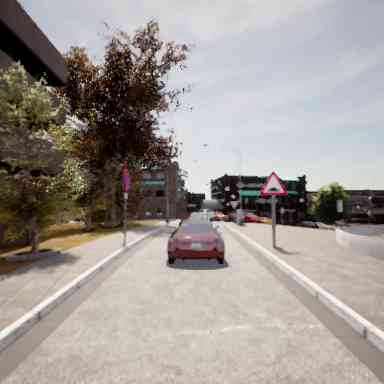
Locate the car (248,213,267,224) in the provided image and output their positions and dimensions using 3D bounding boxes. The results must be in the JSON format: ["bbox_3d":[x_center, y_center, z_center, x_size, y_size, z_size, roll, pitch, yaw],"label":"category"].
[{"bbox_3d":[10.823,4.992,63.433,2.435,2.045,5.566,8,-6,-30],"label":"car"}]

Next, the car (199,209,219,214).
[{"bbox_3d":[1.973,4.233,61.807,2.435,2.045,5.566,2,-5,-30],"label":"car"}]

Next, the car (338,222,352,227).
[{"bbox_3d":[28.479,7.068,66.620,1.946,1.575,5.366,8,-6,-29],"label":"car"}]

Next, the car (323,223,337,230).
[{"bbox_3d":[25.598,6.802,65.972,2.002,1.452,4.674,8,-6,-29],"label":"car"}]

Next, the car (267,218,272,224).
[{"bbox_3d":[13.656,5.550,64.116,1.946,1.575,5.366,8,-6,-30],"label":"car"}]

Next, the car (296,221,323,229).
[{"bbox_3d":[22.627,6.497,65.467,2.002,1.452,4.674,8,-6,-29],"label":"car"}]

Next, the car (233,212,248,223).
[{"bbox_3d":[7.826,4.808,62.879,2.185,1.767,4.553,7,-6,-30],"label":"car"}]

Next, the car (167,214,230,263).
[{"bbox_3d":[0.144,1.720,12.582,1.994,1.385,4.181,0,-1,0],"label":"car"}]

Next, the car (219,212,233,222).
[{"bbox_3d":[4.853,4.543,62.387,2.185,1.767,4.553,5,-6,-31],"label":"car"}]

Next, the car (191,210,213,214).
[{"bbox_3d":[0.568,2.488,29.171,2.033,1.411,5.357,0,-4,2],"label":"car"}]

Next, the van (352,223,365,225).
[{"bbox_3d":[31.622,7.140,66.865,1.878,1.987,4.442,8,-6,-29],"label":"van"}]
